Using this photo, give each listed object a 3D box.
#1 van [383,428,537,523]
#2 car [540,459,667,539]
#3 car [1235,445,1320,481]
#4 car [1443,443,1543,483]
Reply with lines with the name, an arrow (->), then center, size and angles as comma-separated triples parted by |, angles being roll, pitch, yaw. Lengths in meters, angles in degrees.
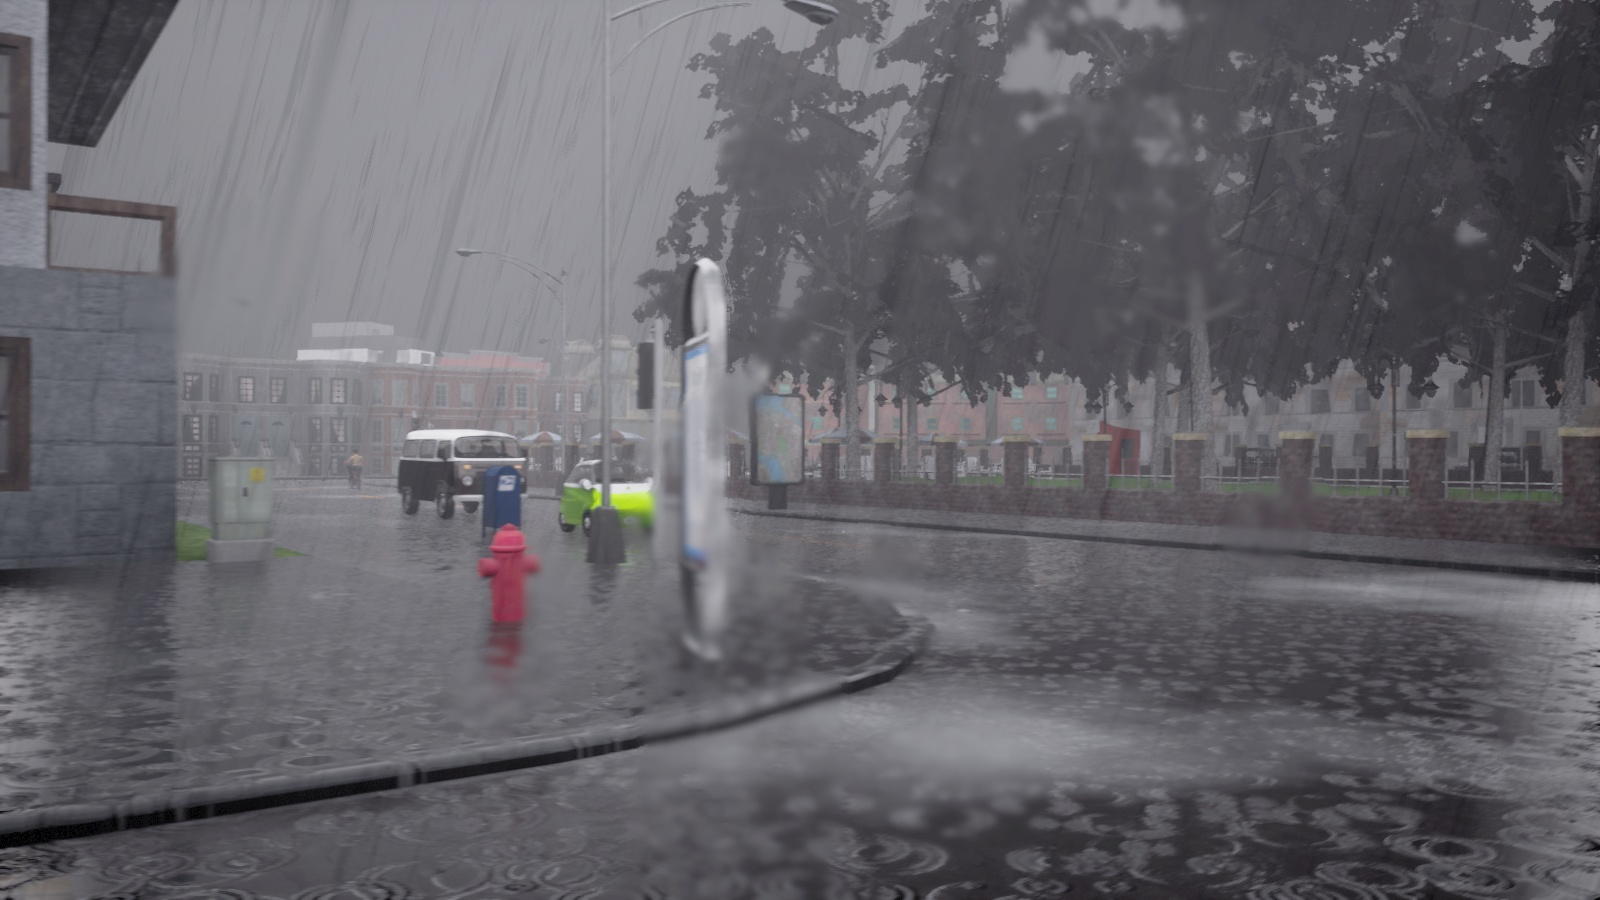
van -> -8.011, 0.559, 29.283 | 2.069, 2.038, 4.480 | 0, 0, -35
car -> -3.635, 0.866, 23.036 | 1.481, 1.376, 2.207 | 0, -1, -35
car -> 25.541, 0.662, 67.248 | 1.905, 1.878, 3.866 | 0, 0, -35
car -> 34.143, 0.631, 61.955 | 1.905, 1.878, 3.866 | 0, 0, -35
